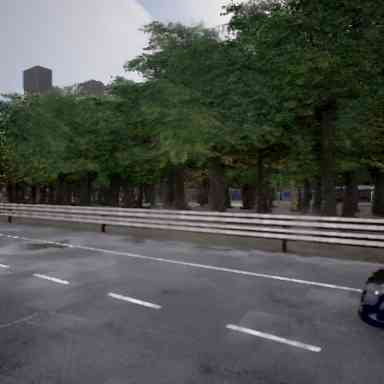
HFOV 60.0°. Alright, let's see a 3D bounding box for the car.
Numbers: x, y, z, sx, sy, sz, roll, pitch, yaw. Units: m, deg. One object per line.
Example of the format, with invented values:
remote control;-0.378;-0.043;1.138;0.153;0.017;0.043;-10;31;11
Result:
car;4.743;1.568;4.787;4.181;1.385;1.994;0;0;36
